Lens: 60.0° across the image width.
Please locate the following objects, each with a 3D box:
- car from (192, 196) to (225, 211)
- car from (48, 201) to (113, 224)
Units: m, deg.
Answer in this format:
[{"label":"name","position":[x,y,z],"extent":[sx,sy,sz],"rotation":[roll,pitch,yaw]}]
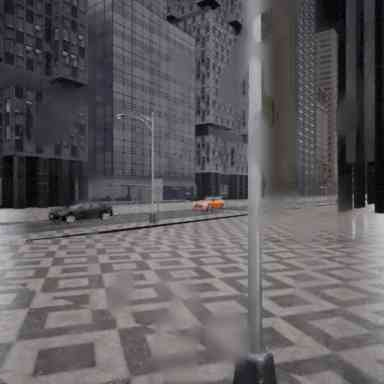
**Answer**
[{"label":"car","position":[1.989,1.304,39.063],"extent":[2.097,1.767,4.553],"rotation":[0,0,36]},{"label":"car","position":[-8.263,1.453,25.057],"extent":[1.882,1.535,5.008],"rotation":[0,0,36]}]
